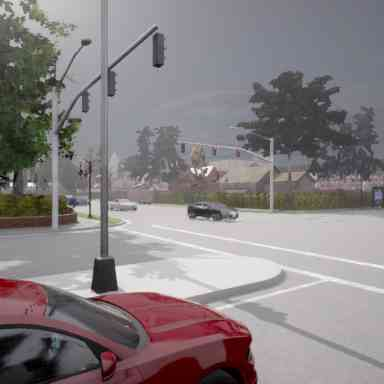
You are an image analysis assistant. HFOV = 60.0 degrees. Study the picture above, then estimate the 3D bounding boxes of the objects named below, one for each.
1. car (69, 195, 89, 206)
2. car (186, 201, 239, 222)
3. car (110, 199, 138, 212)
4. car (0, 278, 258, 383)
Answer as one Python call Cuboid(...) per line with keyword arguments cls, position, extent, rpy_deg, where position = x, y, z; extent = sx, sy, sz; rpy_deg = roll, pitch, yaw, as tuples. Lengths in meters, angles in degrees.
Cuboid(cls="car", position=(-17.929, 1.352, 52.846), extent=(2.097, 1.767, 4.553), rpy_deg=(0, 0, -36))
Cuboid(cls="car", position=(1.551, 1.492, 26.415), extent=(2.128, 1.511, 4.902), rpy_deg=(0, 0, -39))
Cuboid(cls="car", position=(-8.119, 1.526, 39.292), extent=(1.812, 1.442, 4.674), rpy_deg=(0, 0, -36))
Cuboid(cls="car", position=(-1.653, 1.478, 2.590), extent=(5.008, 1.535, 1.882), rpy_deg=(0, 0, -35))
